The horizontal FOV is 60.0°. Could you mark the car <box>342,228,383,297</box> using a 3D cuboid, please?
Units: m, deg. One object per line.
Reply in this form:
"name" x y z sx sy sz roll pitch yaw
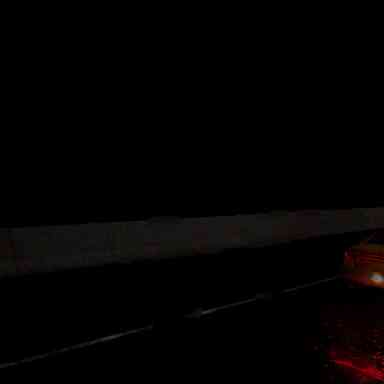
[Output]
"car" 5.486 1.464 7.657 5.008 1.535 1.882 0 0 -35
